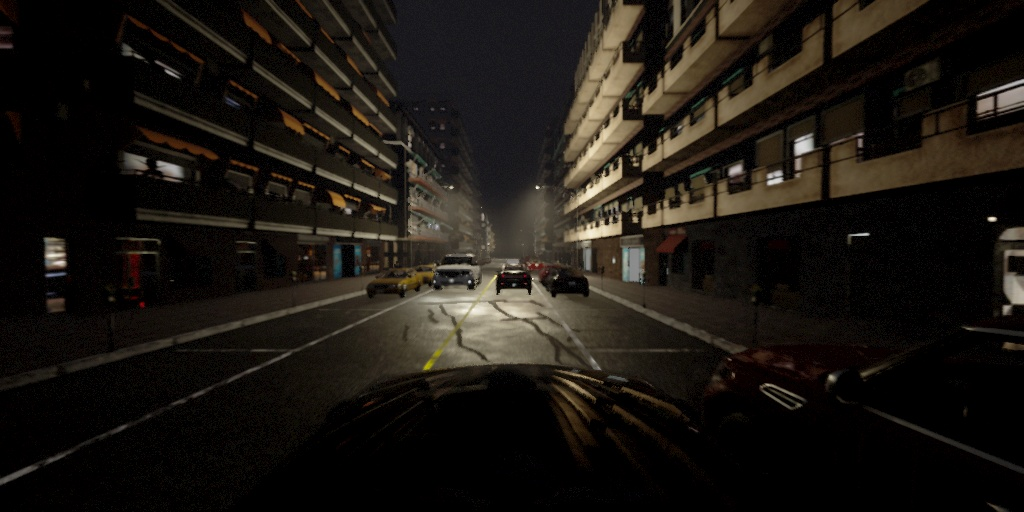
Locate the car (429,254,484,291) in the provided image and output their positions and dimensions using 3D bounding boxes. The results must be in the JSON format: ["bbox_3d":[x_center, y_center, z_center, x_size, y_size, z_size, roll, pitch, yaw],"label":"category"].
[{"bbox_3d":[-3.096,0.888,21.147,2.150,2.045,5.566,0,0,0],"label":"car"}]

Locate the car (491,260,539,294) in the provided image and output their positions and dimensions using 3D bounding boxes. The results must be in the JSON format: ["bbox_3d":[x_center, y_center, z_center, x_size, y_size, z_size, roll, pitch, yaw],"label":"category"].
[{"bbox_3d":[0.096,1.166,19.452,2.128,1.511,4.902,0,0,0],"label":"car"}]

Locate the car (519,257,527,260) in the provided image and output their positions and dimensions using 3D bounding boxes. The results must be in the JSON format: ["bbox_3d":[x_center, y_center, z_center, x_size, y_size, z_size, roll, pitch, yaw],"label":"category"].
[{"bbox_3d":[0.080,1.102,34.682,2.128,1.511,4.902,0,0,0],"label":"car"}]

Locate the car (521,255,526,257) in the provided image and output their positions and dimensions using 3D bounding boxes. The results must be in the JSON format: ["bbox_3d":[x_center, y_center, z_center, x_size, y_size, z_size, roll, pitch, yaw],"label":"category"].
[{"bbox_3d":[2.677,0.854,52.031,2.192,1.841,5.009,0,0,0],"label":"car"}]

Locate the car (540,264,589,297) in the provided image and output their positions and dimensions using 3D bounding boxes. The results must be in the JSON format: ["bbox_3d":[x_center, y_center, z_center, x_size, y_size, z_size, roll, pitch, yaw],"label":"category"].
[{"bbox_3d":[2.685,1.246,18.048,1.948,1.339,4.313,0,0,0],"label":"car"}]

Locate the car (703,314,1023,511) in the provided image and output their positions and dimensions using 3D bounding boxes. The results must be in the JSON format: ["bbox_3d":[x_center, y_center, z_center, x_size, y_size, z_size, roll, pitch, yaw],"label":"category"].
[{"bbox_3d":[2.689,1.068,1.057,2.192,1.841,5.009,0,0,0],"label":"car"}]

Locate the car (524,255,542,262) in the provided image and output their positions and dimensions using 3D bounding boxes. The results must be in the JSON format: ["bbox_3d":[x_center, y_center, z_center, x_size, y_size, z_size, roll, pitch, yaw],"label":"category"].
[{"bbox_3d":[2.680,1.024,40.703,1.967,1.591,4.097,0,0,0],"label":"car"}]

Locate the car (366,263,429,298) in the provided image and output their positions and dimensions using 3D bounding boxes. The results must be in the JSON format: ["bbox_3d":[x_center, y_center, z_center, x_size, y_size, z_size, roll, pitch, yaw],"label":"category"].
[{"bbox_3d":[-5.696,1.205,17.909,1.751,1.417,4.829,0,0,0],"label":"car"}]

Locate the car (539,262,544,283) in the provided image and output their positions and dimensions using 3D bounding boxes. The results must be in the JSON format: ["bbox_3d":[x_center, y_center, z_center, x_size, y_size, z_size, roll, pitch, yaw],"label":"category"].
[{"bbox_3d":[2.684,1.238,23.712,1.802,1.307,4.207,0,0,0],"label":"car"}]

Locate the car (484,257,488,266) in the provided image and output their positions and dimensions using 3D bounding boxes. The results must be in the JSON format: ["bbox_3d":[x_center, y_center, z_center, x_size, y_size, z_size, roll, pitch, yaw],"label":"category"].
[{"bbox_3d":[-5.707,1.019,63.220,1.751,1.417,4.829,0,0,0],"label":"car"}]
